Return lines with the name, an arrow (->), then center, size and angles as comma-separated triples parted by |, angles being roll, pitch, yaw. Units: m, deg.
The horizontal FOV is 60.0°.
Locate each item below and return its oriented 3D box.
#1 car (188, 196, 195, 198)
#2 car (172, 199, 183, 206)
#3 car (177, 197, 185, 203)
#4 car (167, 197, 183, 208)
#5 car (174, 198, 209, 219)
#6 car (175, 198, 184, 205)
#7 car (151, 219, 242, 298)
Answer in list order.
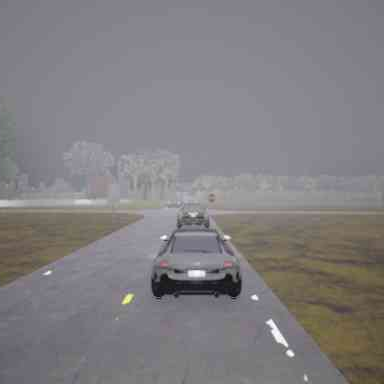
car -> -0.090, 2.202, 89.601 | 1.994, 1.385, 4.181 | 0, 0, 0
car -> -2.837, 2.070, 66.360 | 1.994, 1.385, 4.181 | 0, 0, 0
car -> -2.837, 2.118, 86.564 | 1.882, 1.535, 5.008 | 0, 0, 0
car -> -2.891, 1.782, 55.128 | 2.097, 1.767, 4.553 | 0, 0, 0
car -> 0.078, 1.543, 23.120 | 2.097, 1.767, 4.553 | 0, -1, 0
car -> -2.827, 2.126, 76.240 | 1.994, 1.385, 4.181 | 0, 0, 0
car -> 0.093, 1.639, 8.751 | 1.994, 1.385, 4.181 | 0, 0, 0
